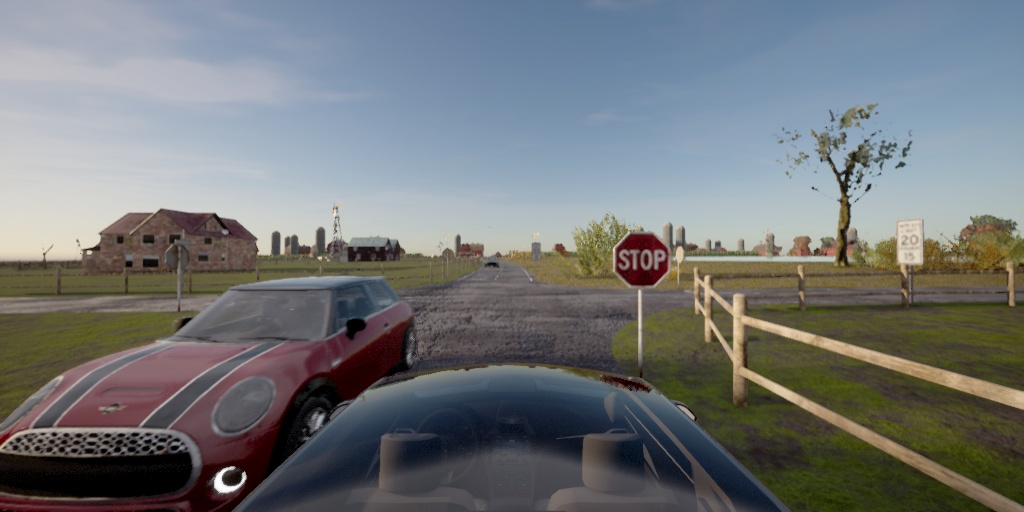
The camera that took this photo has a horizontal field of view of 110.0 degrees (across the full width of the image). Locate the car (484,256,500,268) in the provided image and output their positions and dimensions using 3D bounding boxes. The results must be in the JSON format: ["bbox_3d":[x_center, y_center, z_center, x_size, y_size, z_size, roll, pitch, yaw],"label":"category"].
[{"bbox_3d":[-2.801,0.752,50.038,2.097,1.767,4.553,0,0,-1],"label":"car"}]

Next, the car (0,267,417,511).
[{"bbox_3d":[-2.745,1.079,4.513,2.097,1.767,4.553,0,0,0],"label":"car"}]
